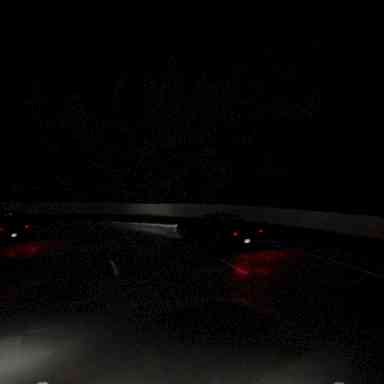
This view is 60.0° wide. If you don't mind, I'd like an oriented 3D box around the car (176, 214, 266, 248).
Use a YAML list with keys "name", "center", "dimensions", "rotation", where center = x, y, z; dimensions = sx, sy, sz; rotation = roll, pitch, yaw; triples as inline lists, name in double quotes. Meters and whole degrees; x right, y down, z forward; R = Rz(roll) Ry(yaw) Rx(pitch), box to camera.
- name: "car"
  center: [1.076, 1.651, 15.128]
  dimensions: [1.895, 1.301, 4.718]
  rotation: [0, 0, -30]

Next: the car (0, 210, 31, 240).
- name: "car"
  center: [-10.135, 1.654, 15.784]
  dimensions: [4.718, 1.301, 1.895]
  rotation: [0, 0, 20]
